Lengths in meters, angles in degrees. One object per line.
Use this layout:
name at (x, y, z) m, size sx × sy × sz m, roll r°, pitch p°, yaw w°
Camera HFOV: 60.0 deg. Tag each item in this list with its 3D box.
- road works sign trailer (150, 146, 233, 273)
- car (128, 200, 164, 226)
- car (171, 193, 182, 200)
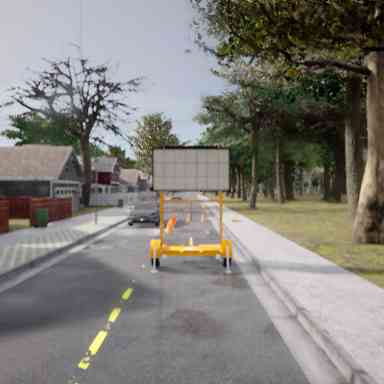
road works sign trailer at (-0.023, 0.376, 10.363) m, size 2.380 × 3.560 × 2.880 m, roll 0°, pitch 0°, yaw 0°
car at (-2.897, 1.325, 21.531) m, size 1.837 × 1.490 × 4.892 m, roll 0°, pitch 0°, yaw 0°
car at (-2.926, 1.021, 63.726) m, size 1.812 × 1.442 × 4.674 m, roll 0°, pitch 0°, yaw 1°
